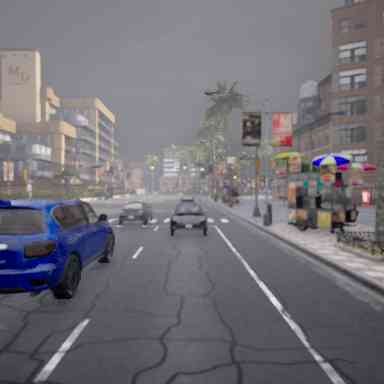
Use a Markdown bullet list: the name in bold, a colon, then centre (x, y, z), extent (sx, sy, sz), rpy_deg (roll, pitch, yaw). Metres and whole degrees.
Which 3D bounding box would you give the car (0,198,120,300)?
- **car**: centre (-3.537, 1.166, 8.380), extent (2.150, 2.045, 5.566), rpy_deg (0, 0, -1)

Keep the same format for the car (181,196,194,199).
- **car**: centre (-0.500, 1.220, 36.561), extent (2.128, 1.511, 4.902), rpy_deg (0, 0, -1)

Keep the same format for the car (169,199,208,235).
- **car**: centre (-0.184, 1.358, 17.820), extent (2.128, 1.511, 4.902), rpy_deg (0, 0, -1)

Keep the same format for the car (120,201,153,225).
- **car**: centre (-3.775, 1.364, 22.731), extent (1.812, 1.442, 4.674), rpy_deg (0, 0, -1)
